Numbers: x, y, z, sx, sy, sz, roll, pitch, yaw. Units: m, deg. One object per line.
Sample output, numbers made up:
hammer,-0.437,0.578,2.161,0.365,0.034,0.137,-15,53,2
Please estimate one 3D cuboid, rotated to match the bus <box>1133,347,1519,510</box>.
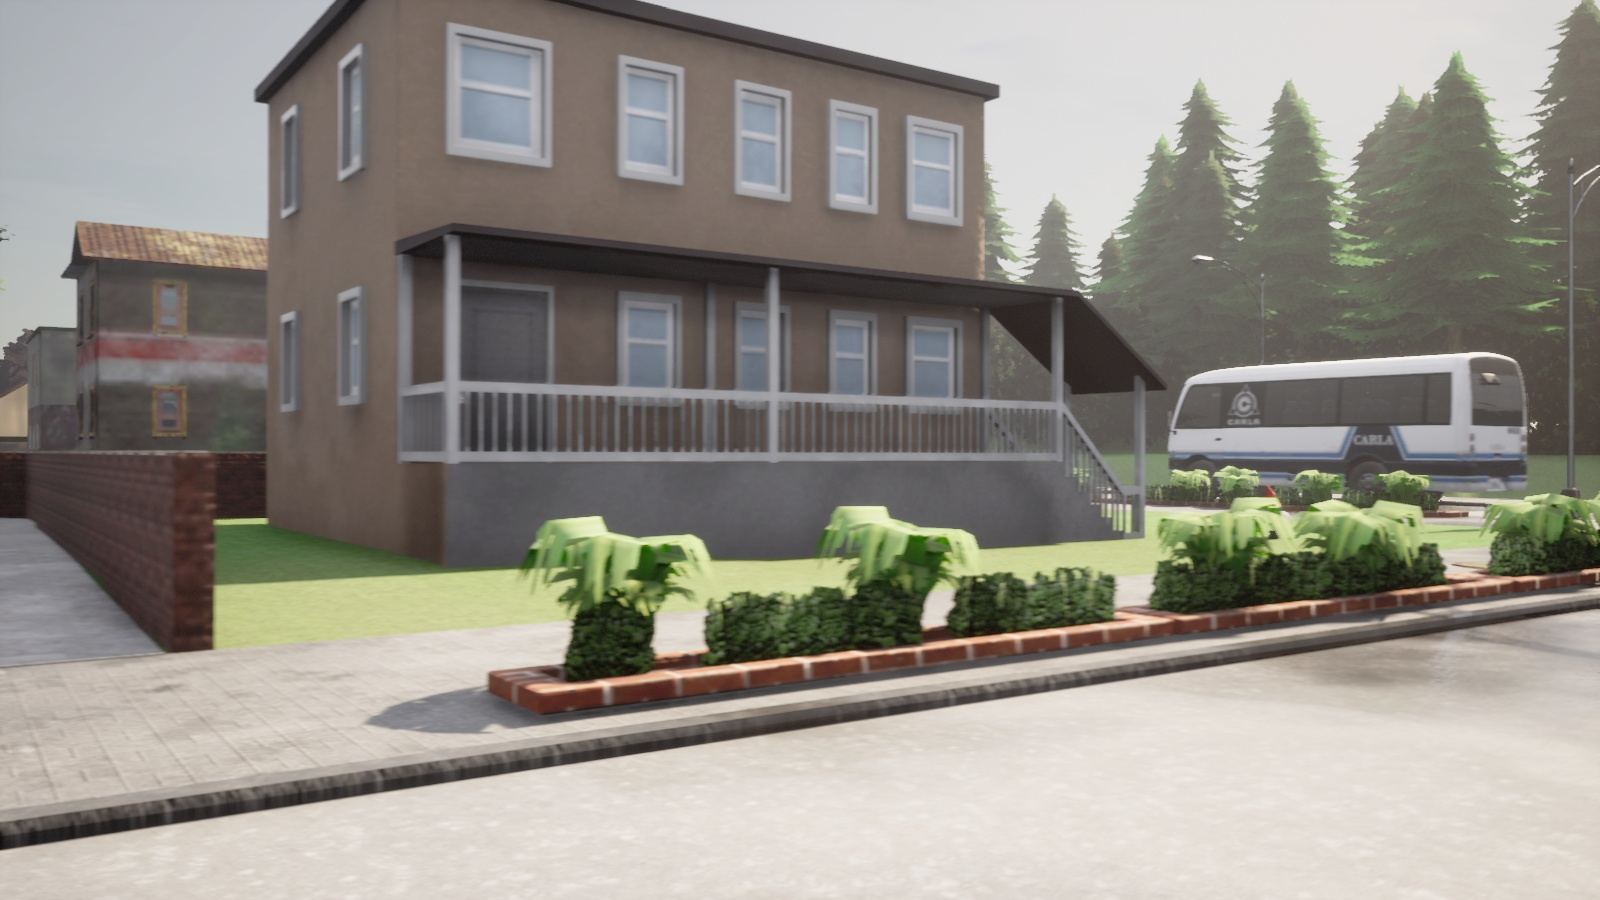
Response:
bus,15.447,-0.571,38.028,3.944,4.253,10.273,0,0,-34
